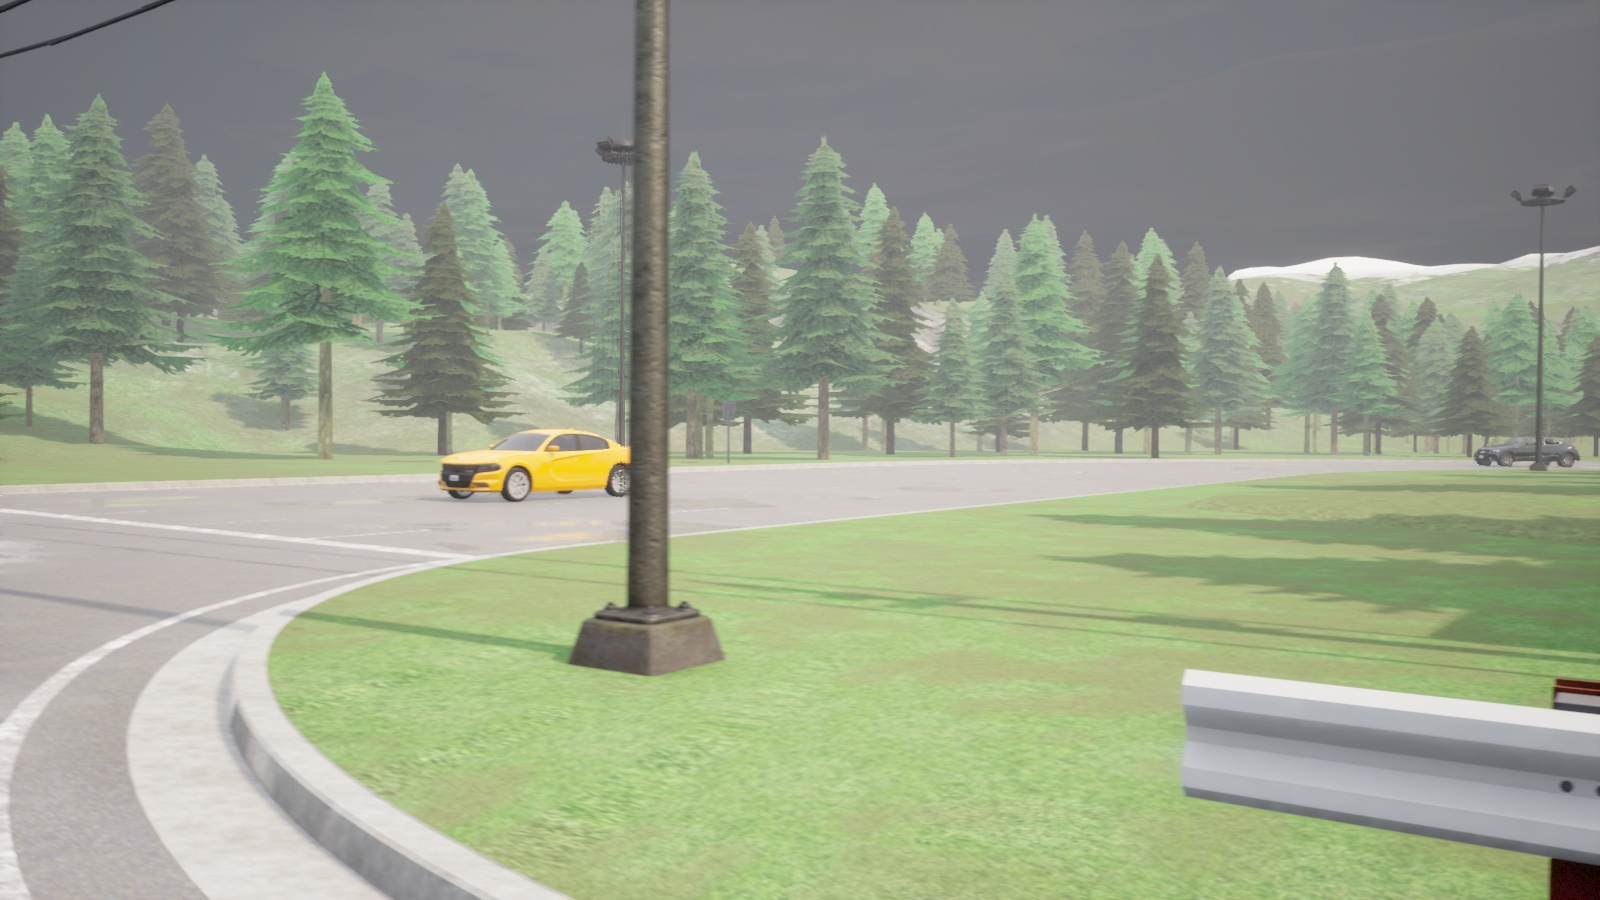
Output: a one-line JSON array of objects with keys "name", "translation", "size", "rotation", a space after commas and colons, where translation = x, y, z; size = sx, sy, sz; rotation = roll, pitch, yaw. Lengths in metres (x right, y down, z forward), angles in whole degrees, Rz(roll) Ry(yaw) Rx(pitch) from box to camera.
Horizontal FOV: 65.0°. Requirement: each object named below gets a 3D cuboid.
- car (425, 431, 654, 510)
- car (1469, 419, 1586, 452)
[{"name": "car", "translation": [-5.555, 0.380, 27.462], "size": [1.882, 1.535, 5.008], "rotation": [0, 1, 34]}, {"name": "car", "translation": [38.537, -0.766, 66.573], "size": [5.027, 1.651, 2.152], "rotation": [-1, 1, -4]}]
